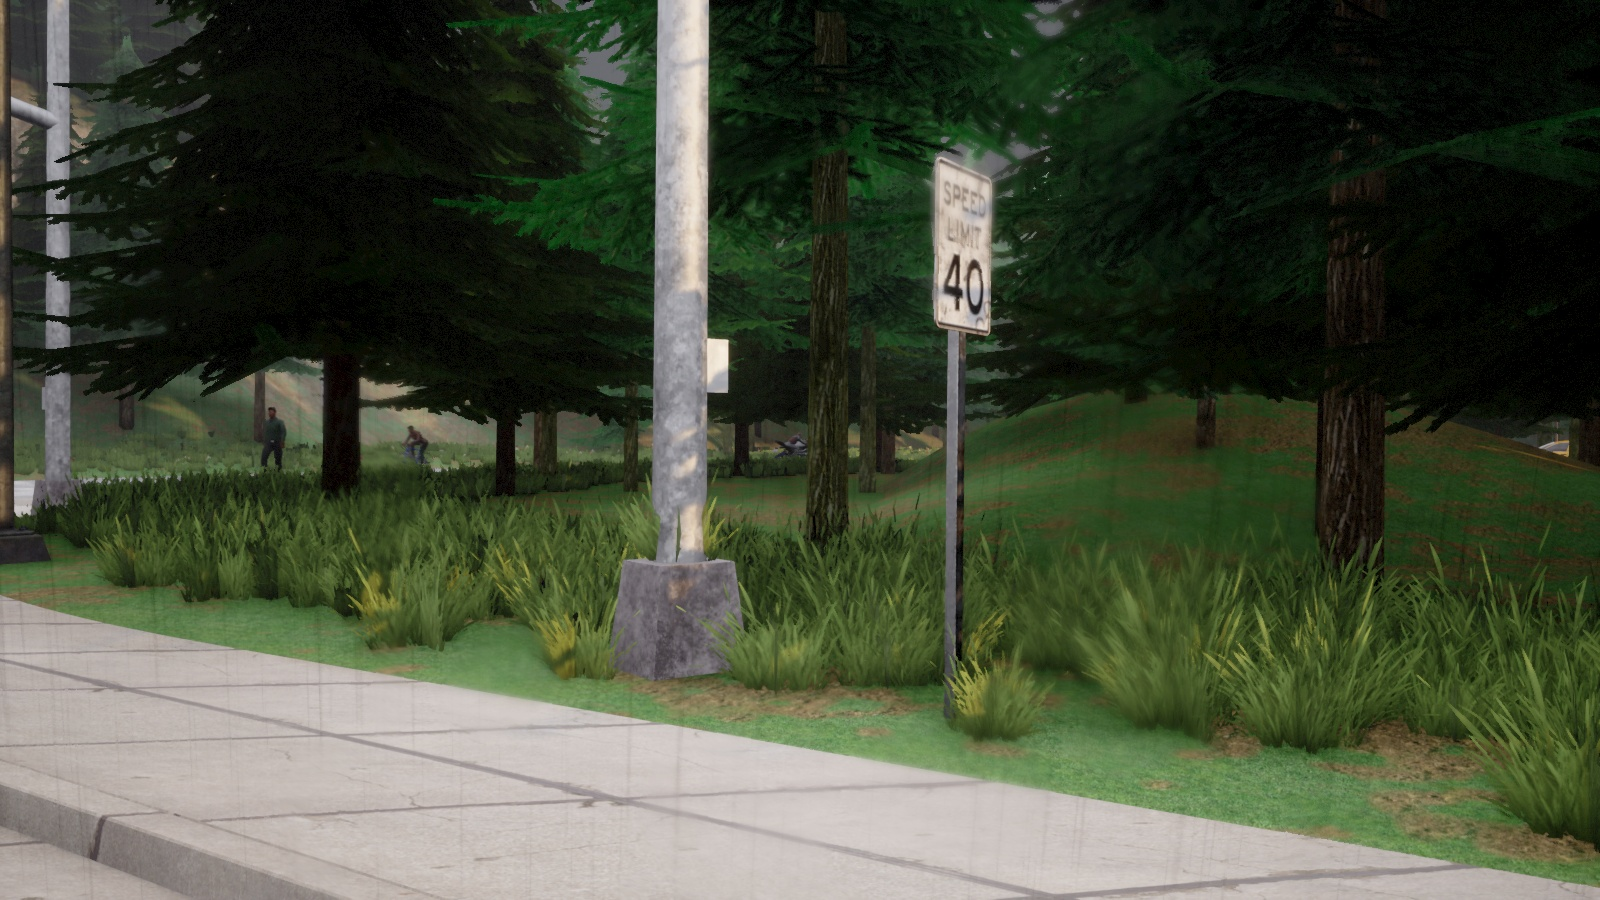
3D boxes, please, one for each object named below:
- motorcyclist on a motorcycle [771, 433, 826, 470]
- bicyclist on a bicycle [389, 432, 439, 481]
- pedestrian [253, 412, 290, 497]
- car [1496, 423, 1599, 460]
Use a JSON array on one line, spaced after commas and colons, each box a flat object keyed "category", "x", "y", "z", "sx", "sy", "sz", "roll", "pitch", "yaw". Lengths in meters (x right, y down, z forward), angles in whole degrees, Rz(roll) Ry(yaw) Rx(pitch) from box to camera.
[{"category": "motorcyclist on a motorcycle", "x": -0.058, "y": 0.049, "z": 52.585, "sx": 2.191, "sy": 1.530, "sz": 0.866, "roll": -1, "pitch": 2, "yaw": -32}, {"category": "bicyclist on a bicycle", "x": -13.334, "y": 0.213, "z": 43.396, "sx": 0.582, "sy": 1.620, "sz": 1.656, "roll": 0, "pitch": 1, "yaw": 31}, {"category": "pedestrian", "x": -12.294, "y": 0.106, "z": 29.220, "sx": 0.423, "sy": 1.949, "sz": 0.788, "roll": 0, "pitch": 1, "yaw": 10}, {"category": "car", "x": 33.110, "y": -0.368, "z": 54.063, "sx": 5.366, "sy": 1.575, "sz": 1.801, "roll": 0, "pitch": 1, "yaw": 33}]
